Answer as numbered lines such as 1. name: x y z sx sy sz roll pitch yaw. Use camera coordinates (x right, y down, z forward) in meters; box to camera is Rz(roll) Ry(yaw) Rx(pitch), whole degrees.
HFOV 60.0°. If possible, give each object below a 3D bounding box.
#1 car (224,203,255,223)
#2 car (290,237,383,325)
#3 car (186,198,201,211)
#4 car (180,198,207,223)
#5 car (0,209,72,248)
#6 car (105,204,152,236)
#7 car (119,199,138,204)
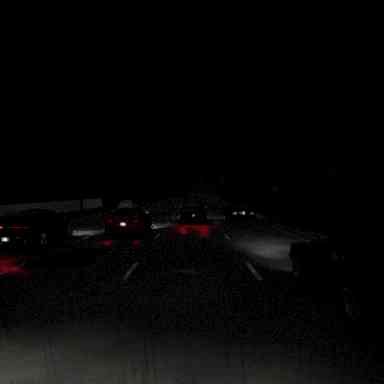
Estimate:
1. car: 3.606 1.544 25.765 2.033 1.411 5.357 0 0 0
2. car: 3.602 1.600 7.060 1.895 1.301 4.718 0 0 0
3. car: 0.264 1.520 42.468 1.812 1.442 4.674 0 0 2
4. car: 0.106 1.474 25.534 1.882 1.535 5.008 0 0 0
5. car: -6.897 1.503 14.746 1.837 1.490 4.892 0 0 0
6. car: -3.396 1.561 18.358 1.994 1.385 4.181 0 0 0
7. car: -6.862 1.520 35.715 1.812 1.442 4.674 0 0 1
